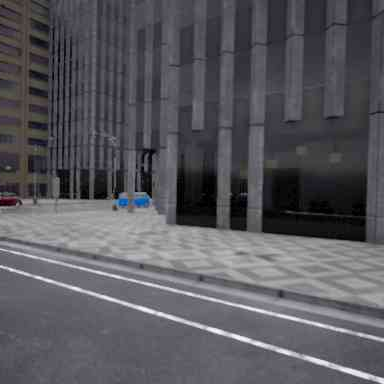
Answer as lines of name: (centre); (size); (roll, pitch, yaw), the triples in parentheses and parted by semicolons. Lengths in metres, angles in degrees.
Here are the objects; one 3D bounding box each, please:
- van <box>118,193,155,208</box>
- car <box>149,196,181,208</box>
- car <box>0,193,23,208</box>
van: (-6.542, 0.959, 38.035); (1.690, 1.788, 3.998); (2, 1, 36)
car: (-3.363, 1.194, 42.452); (1.802, 1.307, 4.206); (2, 1, 36)
car: (-19.824, 0.823, 34.199); (1.967, 1.590, 4.097); (2, 1, 36)
